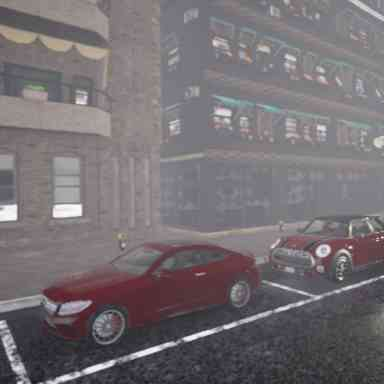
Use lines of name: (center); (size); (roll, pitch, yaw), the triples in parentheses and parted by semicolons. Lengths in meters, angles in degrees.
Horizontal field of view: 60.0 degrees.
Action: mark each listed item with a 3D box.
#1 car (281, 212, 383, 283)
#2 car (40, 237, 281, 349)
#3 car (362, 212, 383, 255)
car: (4.050, 1.398, 9.421); (4.097, 1.590, 1.967); (0, -1, -35)
car: (-0.509, 1.567, 6.167); (4.206, 1.307, 1.802); (0, -1, -35)
car: (8.612, 1.481, 12.673); (4.403, 1.369, 2.008); (0, -1, -35)
